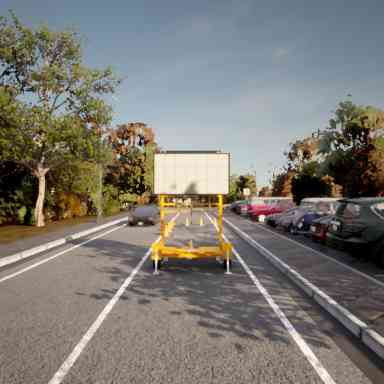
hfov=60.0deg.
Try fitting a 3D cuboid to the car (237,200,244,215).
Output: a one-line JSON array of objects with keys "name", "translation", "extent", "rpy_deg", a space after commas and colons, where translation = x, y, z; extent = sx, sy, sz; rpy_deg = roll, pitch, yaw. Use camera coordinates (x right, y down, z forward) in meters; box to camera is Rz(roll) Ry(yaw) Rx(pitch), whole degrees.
[{"name": "car", "translation": [7.106, 1.761, 32.451], "extent": [4.674, 1.452, 2.002], "rpy_deg": [0, -1, 0]}]

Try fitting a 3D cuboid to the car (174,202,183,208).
[{"name": "car", "translation": [-3.164, 3.054, 78.251], "extent": [2.128, 1.511, 4.902], "rpy_deg": [0, -3, 0]}]

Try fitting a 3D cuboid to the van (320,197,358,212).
[{"name": "van", "translation": [20.326, 1.695, 46.200], "extent": [4.442, 1.987, 1.878], "rpy_deg": [0, -1, 0]}]

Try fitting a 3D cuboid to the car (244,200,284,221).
[{"name": "car", "translation": [7.099, 1.649, 26.899], "extent": [5.008, 1.535, 2.097], "rpy_deg": [0, -1, 0]}]

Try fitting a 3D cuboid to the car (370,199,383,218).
[{"name": "car", "translation": [20.152, 1.591, 32.231], "extent": [4.553, 1.767, 2.185], "rpy_deg": [0, -1, 0]}]

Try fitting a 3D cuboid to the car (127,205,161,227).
[{"name": "car", "translation": [-3.332, 1.682, 24.251], "extent": [2.033, 1.411, 5.357], "rpy_deg": [0, -1, 0]}]

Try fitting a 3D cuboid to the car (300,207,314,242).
[{"name": "car", "translation": [7.098, 1.501, 13.013], "extent": [4.792, 1.488, 2.163], "rpy_deg": [0, 0, 0]}]

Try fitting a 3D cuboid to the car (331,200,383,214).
[{"name": "car", "translation": [20.013, 1.823, 40.537], "extent": [5.366, 1.575, 1.946], "rpy_deg": [0, -1, 0]}]

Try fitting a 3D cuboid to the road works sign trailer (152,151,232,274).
[{"name": "road works sign trailer", "translation": [-0.017, 0.492, 10.607], "extent": [2.380, 3.560, 2.880], "rpy_deg": [0, 0, -1]}]

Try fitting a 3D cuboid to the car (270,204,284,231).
[{"name": "car", "translation": [7.081, 1.583, 18.571], "extent": [4.674, 1.452, 2.002], "rpy_deg": [0, -1, 0]}]

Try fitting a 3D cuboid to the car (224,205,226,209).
[{"name": "car", "translation": [7.130, 1.874, 43.551], "extent": [5.008, 1.535, 2.097], "rpy_deg": [0, -1, 0]}]

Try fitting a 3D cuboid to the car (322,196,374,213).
[{"name": "car", "translation": [20.231, 1.616, 43.309], "extent": [5.566, 2.045, 2.435], "rpy_deg": [0, -1, 0]}]

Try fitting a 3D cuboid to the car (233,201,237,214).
[{"name": "car", "translation": [7.138, 1.786, 35.226], "extent": [4.792, 1.488, 2.163], "rpy_deg": [0, -1, 0]}]

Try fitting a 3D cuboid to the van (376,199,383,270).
[{"name": "van", "translation": [6.942, 1.234, 7.487], "extent": [4.442, 1.987, 1.878], "rpy_deg": [0, 0, 0]}]

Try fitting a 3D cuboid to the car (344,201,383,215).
[{"name": "car", "translation": [20.187, 1.789, 37.770], "extent": [4.892, 1.521, 2.231], "rpy_deg": [0, -1, 0]}]

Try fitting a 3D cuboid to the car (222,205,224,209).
[{"name": "car", "translation": [7.135, 1.926, 46.323], "extent": [4.892, 1.521, 2.231], "rpy_deg": [0, -1, 0]}]

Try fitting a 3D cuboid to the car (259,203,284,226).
[{"name": "car", "translation": [7.054, 1.608, 21.348], "extent": [4.792, 1.488, 2.163], "rpy_deg": [0, -1, 0]}]

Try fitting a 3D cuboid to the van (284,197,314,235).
[{"name": "van", "translation": [6.957, 1.281, 15.799], "extent": [4.442, 1.987, 1.878], "rpy_deg": [0, -1, 0]}]

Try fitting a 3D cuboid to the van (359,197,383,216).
[{"name": "van", "translation": [20.305, 1.527, 35.002], "extent": [4.442, 1.987, 1.878], "rpy_deg": [0, -1, 0]}]

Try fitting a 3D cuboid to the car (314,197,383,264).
[{"name": "car", "translation": [7.092, 1.200, 10.262], "extent": [5.566, 2.045, 2.435], "rpy_deg": [0, 0, 0]}]

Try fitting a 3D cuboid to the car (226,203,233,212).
[{"name": "car", "translation": [7.086, 1.541, 38.006], "extent": [5.566, 2.045, 2.435], "rpy_deg": [0, -1, 0]}]

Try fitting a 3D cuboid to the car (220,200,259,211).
[{"name": "car", "translation": [6.949, 1.981, 49.091], "extent": [5.366, 1.575, 1.946], "rpy_deg": [0, -1, 0]}]

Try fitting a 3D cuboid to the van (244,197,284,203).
[{"name": "van", "translation": [7.215, 1.460, 29.678], "extent": [4.442, 1.987, 1.878], "rpy_deg": [0, -1, 0]}]
